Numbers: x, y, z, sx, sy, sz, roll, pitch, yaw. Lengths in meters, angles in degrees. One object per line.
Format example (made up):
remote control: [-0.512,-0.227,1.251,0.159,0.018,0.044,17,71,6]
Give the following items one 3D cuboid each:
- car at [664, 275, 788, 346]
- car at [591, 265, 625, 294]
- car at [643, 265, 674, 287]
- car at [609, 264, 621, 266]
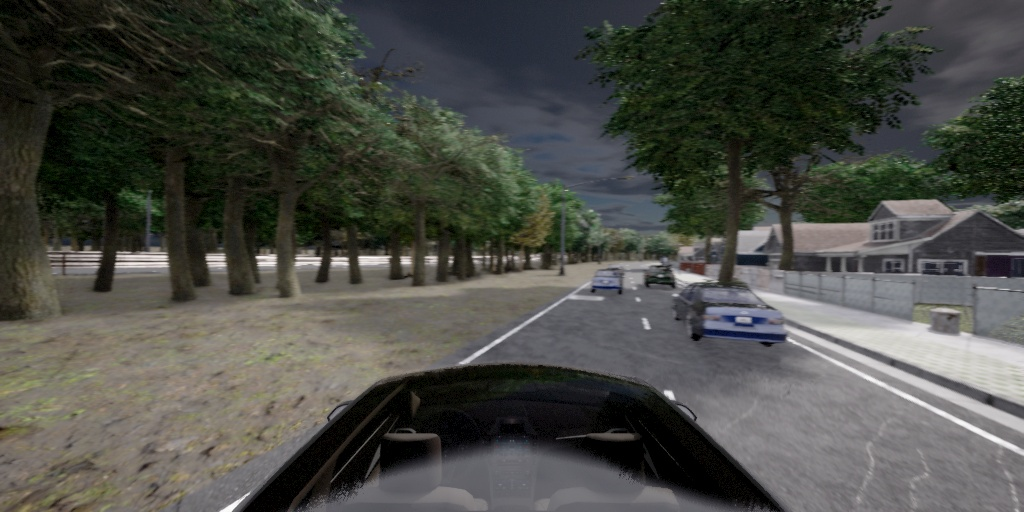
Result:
car: [5.833,1.475,10.261,2.033,1.411,5.357,1,0,17]
car: [6.074,1.532,22.739,2.033,1.411,5.357,1,0,18]
car: [11.472,1.472,28.160,2.097,1.767,4.553,1,0,18]
car: [11.019,1.605,38.472,2.128,1.511,4.902,1,0,18]
